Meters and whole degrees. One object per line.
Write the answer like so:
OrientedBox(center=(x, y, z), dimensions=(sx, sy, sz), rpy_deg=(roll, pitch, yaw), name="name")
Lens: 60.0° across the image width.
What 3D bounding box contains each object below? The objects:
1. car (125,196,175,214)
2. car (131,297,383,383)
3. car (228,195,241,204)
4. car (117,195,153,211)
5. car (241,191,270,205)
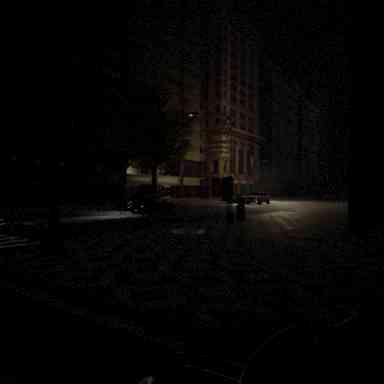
OrientedBox(center=(-3.798, 1.357, 31.974), dimensions=(1.895, 1.301, 4.718), rpy_deg=(1, 1, 35), name="car")
OrientedBox(center=(1.367, 1.441, 1.982), dimensions=(4.097, 1.590, 1.967), rpy_deg=(1, 1, 36), name="car")
OrientedBox(center=(7.774, 1.213, 53.711), dimensions=(2.033, 1.411, 5.357), rpy_deg=(1, 1, 36), name="car")
OrientedBox(center=(-5.704, 1.062, 34.889), dimensions=(2.097, 1.767, 4.553), rpy_deg=(1, 1, 35), name="car")
OrientedBox(center=(10.246, 0.934, 51.577), dimensions=(2.150, 2.045, 5.566), rpy_deg=(1, 0, 36), name="car")
